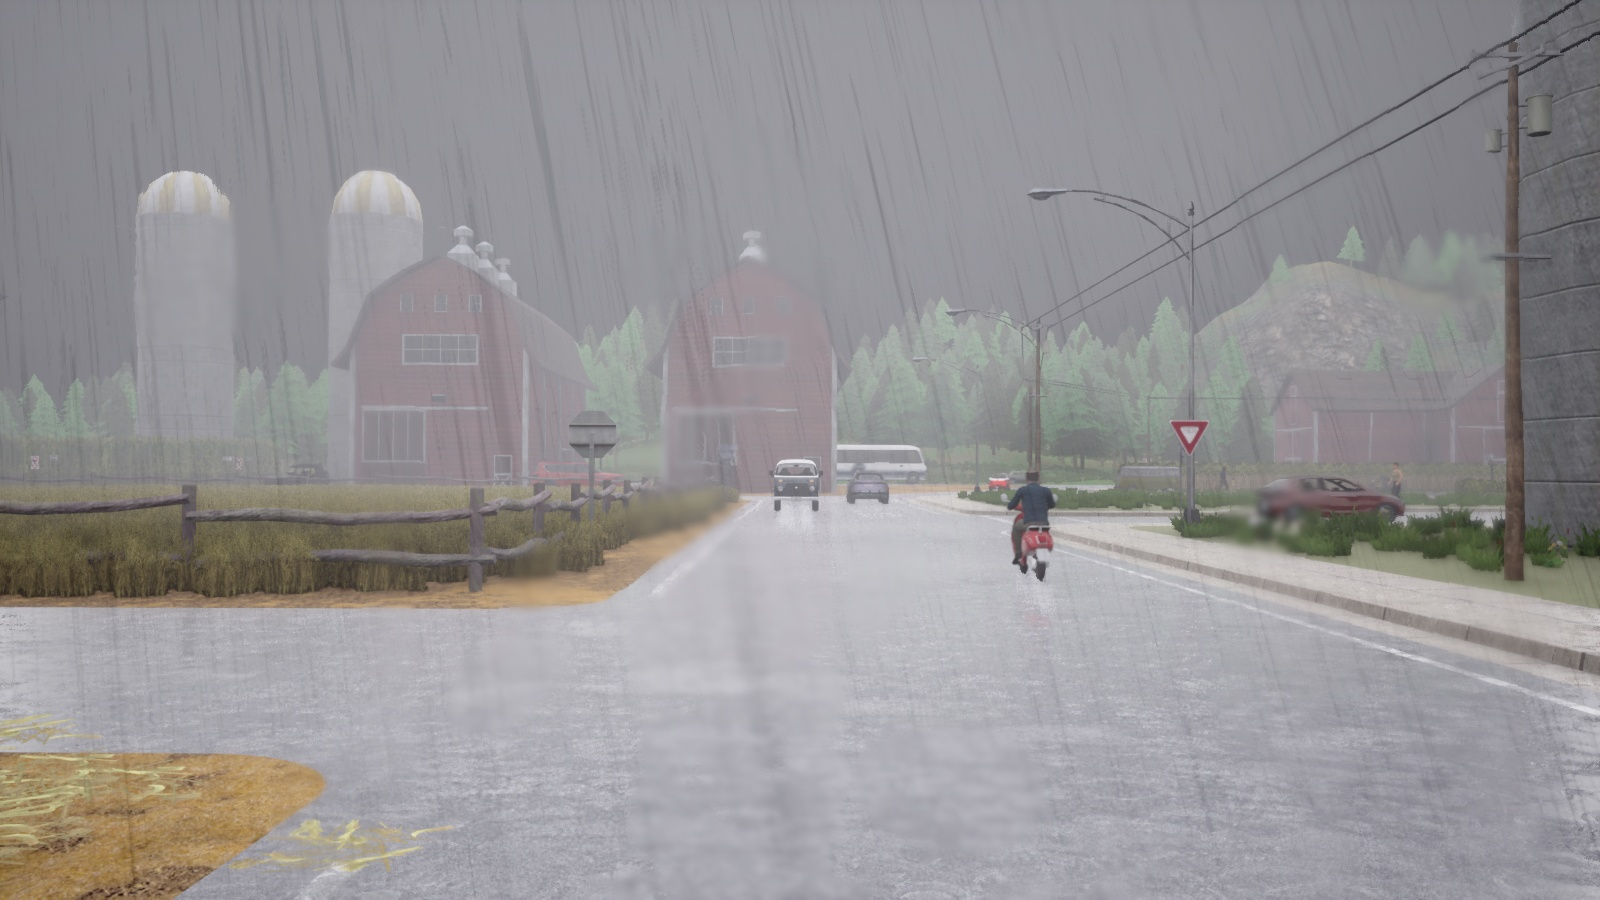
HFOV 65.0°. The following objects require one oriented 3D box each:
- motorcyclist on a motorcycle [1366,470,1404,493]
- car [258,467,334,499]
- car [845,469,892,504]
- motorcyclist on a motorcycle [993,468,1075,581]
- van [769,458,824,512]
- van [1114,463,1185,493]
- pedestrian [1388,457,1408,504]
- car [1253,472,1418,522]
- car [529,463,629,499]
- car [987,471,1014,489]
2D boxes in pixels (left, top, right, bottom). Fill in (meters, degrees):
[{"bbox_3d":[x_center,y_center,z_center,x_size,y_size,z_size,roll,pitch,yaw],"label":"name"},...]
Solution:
[{"bbox_3d":[39.702,2.119,85.257,2.191,1.530,0.866,0,-1,0],"label":"motorcyclist on a motorcycle"},{"bbox_3d":[-30.591,2.010,76.255,3.866,1.878,1.905,0,-1,-3],"label":"car"},{"bbox_3d":[3.315,1.765,61.698,2.033,1.649,4.856,0,-1,0],"label":"car"},{"bbox_3d":[3.449,1.067,18.645,0.866,1.590,1.817,0,-1,0],"label":"motorcyclist on a motorcycle"},{"bbox_3d":[-0.136,1.373,49.605,2.069,2.038,4.480,0,-1,0],"label":"van"},{"bbox_3d":[23.762,1.901,85.461,4.442,1.987,1.775,0,-1,6],"label":"van"},{"bbox_3d":[23.676,1.208,49.703,0.594,1.836,0.345,0,-1,-14],"label":"pedestrian"},{"bbox_3d":[16.110,1.399,37.925,4.193,1.474,1.816,0,-1,-2],"label":"car"},{"bbox_3d":[-12.930,1.822,73.798,5.566,2.045,2.150,0,-1,-3],"label":"car"},{"bbox_3d":[15.258,2.296,95.489,1.481,1.376,2.207,-1,-1,26],"label":"car"}]
